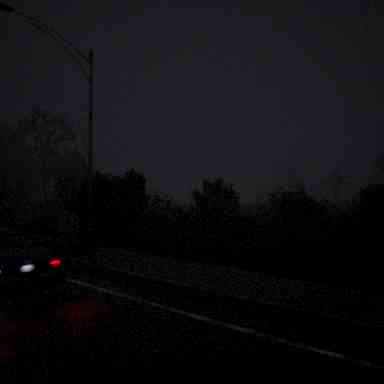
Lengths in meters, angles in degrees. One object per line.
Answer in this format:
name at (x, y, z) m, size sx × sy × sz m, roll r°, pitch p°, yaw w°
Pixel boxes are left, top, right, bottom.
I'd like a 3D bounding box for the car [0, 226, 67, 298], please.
car at (-5.191, 1.556, 8.157) m, size 5.357 × 1.411 × 2.033 m, roll 0°, pitch 0°, yaw 39°
